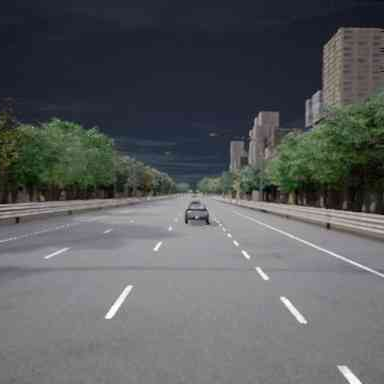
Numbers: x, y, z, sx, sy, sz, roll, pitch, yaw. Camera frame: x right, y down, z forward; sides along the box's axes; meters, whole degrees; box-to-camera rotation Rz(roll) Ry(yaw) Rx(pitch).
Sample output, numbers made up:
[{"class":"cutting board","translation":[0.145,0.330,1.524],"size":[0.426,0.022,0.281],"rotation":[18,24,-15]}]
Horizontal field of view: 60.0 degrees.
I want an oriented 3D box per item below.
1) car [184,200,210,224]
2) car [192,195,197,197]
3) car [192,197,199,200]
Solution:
[{"class":"car","translation":[0.397,1.694,26.999],"size":[2.128,1.511,4.902],"rotation":[1,0,0]},{"class":"car","translation":[0.694,2.090,72.143],"size":[1.882,1.535,5.008],"rotation":[1,0,0]},{"class":"car","translation":[0.572,1.953,54.134],"size":[1.837,1.490,4.892],"rotation":[1,-1,0]}]
